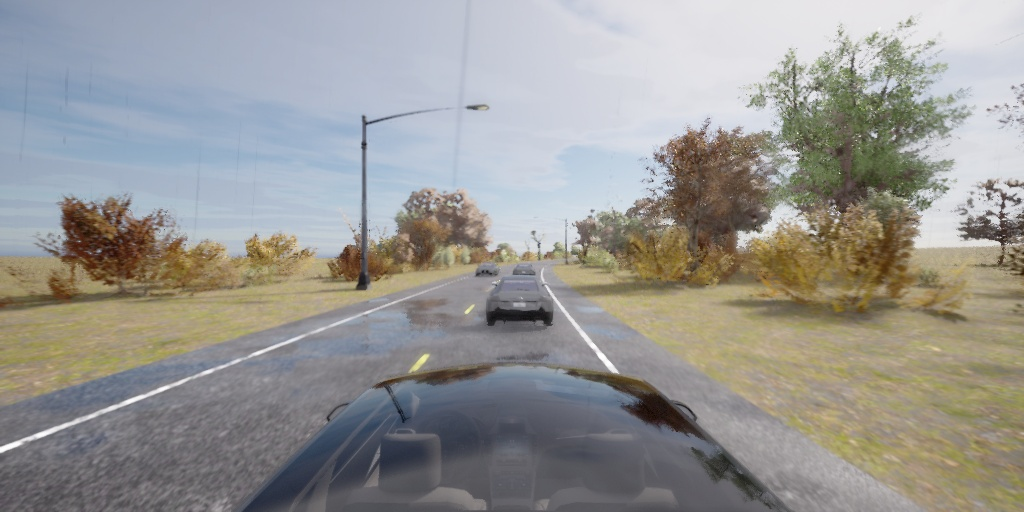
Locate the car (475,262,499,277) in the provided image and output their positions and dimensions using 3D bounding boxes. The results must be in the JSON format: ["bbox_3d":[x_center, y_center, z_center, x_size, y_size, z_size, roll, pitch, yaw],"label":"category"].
[{"bbox_3d":[-2.336,1.305,35.120,1.994,1.385,4.181,0,0,4],"label":"car"}]

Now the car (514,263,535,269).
[{"bbox_3d":[1.108,1.308,31.902,1.994,1.385,4.181,0,0,4],"label":"car"}]

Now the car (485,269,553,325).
[{"bbox_3d":[0.254,1.314,11.851,1.994,1.385,4.181,0,0,1],"label":"car"}]
